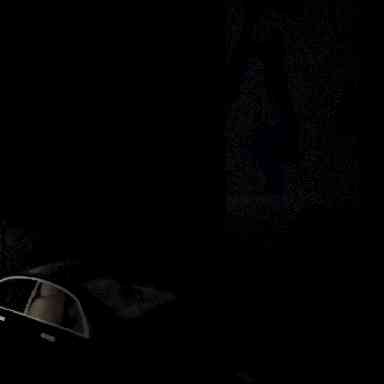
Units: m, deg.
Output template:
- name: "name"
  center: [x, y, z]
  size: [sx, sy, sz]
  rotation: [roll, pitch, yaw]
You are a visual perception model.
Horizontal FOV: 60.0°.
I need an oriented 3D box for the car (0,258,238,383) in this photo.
- name: "car"
  center: [-1.576, 1.534, 4.207]
  size: [4.403, 1.369, 2.008]
  rotation: [0, 0, 36]
